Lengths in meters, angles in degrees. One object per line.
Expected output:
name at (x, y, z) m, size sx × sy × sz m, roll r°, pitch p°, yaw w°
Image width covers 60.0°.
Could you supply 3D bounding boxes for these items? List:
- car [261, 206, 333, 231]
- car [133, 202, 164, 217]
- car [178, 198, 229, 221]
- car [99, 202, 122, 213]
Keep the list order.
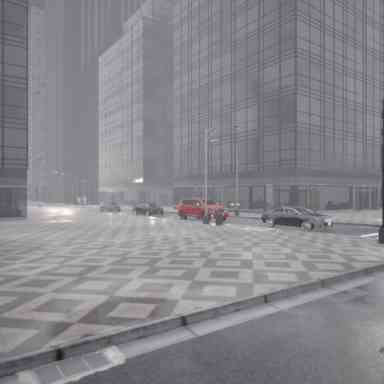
car at (6.793, 1.683, 21.924) m, size 2.128 × 1.511 × 4.902 m, roll 0°, pitch -1°, yaw -36°
car at (-5.087, 1.980, 38.311) m, size 1.882 × 1.535 × 5.008 m, roll 0°, pitch -1°, yaw -36°
car at (0.884, 1.568, 30.059) m, size 2.150 × 2.045 × 5.566 m, roll 0°, pitch -1°, yaw -37°
car at (-11.716, 2.185, 47.543) m, size 1.837 × 1.490 × 4.892 m, roll 0°, pitch -1°, yaw -36°
